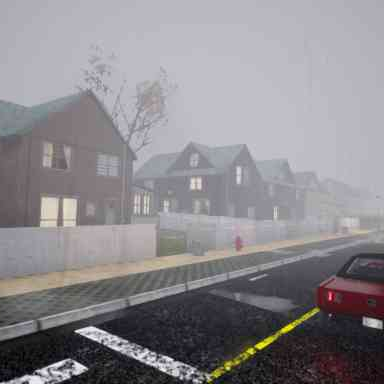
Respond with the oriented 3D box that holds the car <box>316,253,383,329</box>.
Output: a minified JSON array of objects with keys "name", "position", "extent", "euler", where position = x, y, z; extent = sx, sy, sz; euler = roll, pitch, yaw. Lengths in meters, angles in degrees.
[{"name":"car","position":[4.393,1.989,7.200],"extent":[1.895,1.301,4.718],"euler":[-1,-4,39]}]
